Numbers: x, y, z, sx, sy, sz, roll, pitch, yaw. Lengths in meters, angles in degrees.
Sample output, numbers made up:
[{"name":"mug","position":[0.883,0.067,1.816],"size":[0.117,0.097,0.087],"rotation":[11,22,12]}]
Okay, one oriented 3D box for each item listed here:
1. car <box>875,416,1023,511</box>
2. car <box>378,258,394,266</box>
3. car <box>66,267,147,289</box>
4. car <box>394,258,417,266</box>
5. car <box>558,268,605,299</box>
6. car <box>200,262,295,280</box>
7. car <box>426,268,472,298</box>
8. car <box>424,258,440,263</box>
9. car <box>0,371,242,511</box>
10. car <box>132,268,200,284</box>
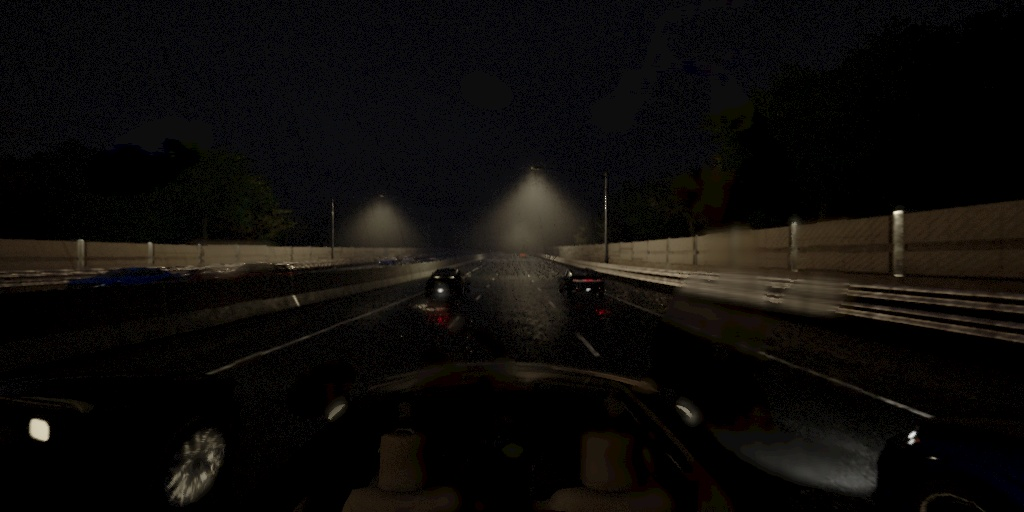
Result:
[{"name":"car","position":[3.599,1.305,0.796],"size":[1.994,1.385,4.181],"rotation":[0,-1,0]},{"name":"car","position":[-20.975,1.047,60.987],"size":[1.895,1.301,4.718],"rotation":[0,1,1]},{"name":"car","position":[-21.084,1.375,19.802],"size":[1.882,1.535,5.008],"rotation":[0,0,0]},{"name":"car","position":[-17.486,1.008,60.247],"size":[2.033,1.411,5.357],"rotation":[0,1,1]},{"name":"car","position":[3.614,1.388,19.376],"size":[2.128,1.511,4.902],"rotation":[0,0,0]},{"name":"car","position":[-14.084,1.249,19.821],"size":[2.097,1.767,4.553],"rotation":[0,0,0]},{"name":"car","position":[-3.384,1.403,19.639],"size":[1.837,1.490,4.892],"rotation":[0,0,0]},{"name":"car","position":[-13.969,1.018,62.455],"size":[1.895,1.301,4.718],"rotation":[0,1,1]},{"name":"car","position":[-3.402,1.223,1.228],"size":[1.882,1.535,5.008],"rotation":[0,-1,0]},{"name":"car","position":[-17.585,1.461,19.746],"size":[1.994,1.385,4.181],"rotation":[0,0,0]}]
